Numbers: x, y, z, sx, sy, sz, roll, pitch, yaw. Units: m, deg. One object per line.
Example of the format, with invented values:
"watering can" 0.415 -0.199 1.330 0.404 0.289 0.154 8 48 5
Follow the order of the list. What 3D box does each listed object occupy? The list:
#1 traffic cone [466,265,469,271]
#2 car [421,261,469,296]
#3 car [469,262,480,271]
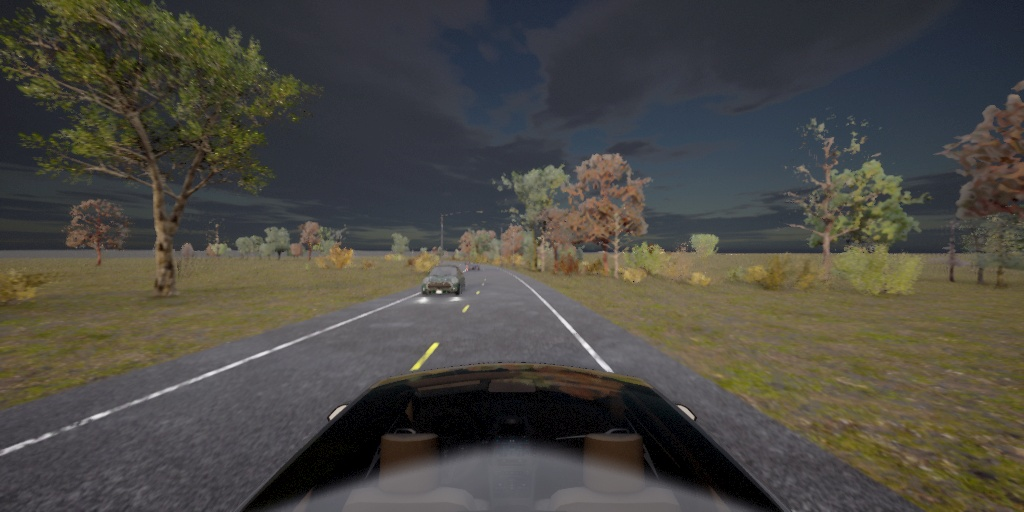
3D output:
"traffic cone" -8.006 2.398 63.773 0.340 0.580 0.340 0 0 -6
"car" -3.942 1.337 21.287 2.097 1.767 4.553 0 -1 -2
"car" -6.539 1.991 62.756 1.994 1.385 4.181 0 -1 -5
